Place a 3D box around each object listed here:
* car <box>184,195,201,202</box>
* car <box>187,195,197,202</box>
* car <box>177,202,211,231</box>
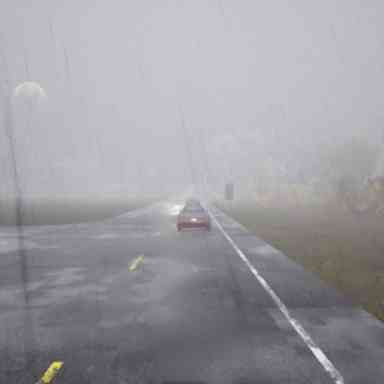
[{"bbox_3d":[0.099,1.391,42.076,2.128,1.511,4.902,0,0,0],"label":"car"},{"bbox_3d":[-0.003,1.371,74.072,1.994,1.385,4.181,0,0,0],"label":"car"},{"bbox_3d":[0.105,1.516,20.454,1.994,1.385,4.181,0,0,0],"label":"car"}]
